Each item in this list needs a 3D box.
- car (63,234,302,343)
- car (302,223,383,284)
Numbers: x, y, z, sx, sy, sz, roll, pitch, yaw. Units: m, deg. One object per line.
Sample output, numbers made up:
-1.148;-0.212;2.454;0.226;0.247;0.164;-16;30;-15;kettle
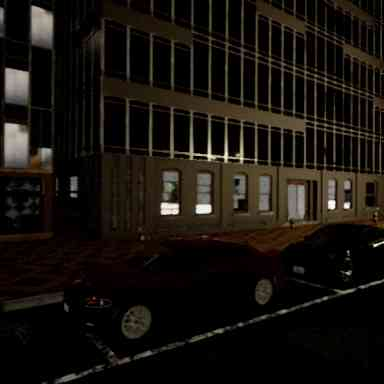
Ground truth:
-0.117;1.569;6.476;4.507;1.381;1.887;0;0;-36;car
4.515;1.629;9.785;4.313;1.339;1.947;0;0;-36;car
